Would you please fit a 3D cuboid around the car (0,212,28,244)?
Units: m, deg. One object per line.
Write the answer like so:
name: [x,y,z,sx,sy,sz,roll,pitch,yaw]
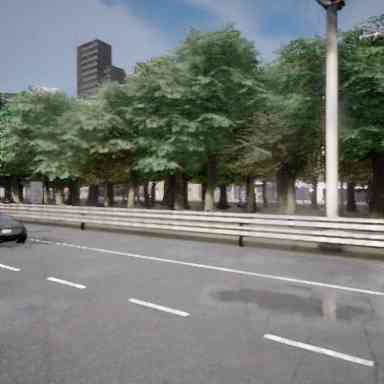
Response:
car: [-9.131,1.571,14.684,4.181,1.385,1.994,0,0,36]
